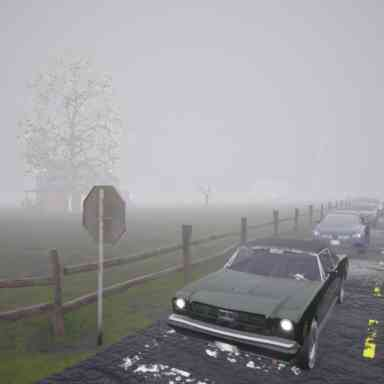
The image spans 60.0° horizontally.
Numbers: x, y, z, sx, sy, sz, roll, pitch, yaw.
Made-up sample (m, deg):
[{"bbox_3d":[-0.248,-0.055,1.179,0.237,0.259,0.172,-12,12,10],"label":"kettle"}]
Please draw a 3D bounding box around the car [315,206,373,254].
[{"bbox_3d":[6.280,1.529,13.816,1.812,1.442,4.674,0,0,31],"label":"car"}]

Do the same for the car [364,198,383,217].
[{"bbox_3d":[17.070,1.356,31.661,2.097,1.767,4.553,0,0,31],"label":"car"}]

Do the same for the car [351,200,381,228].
[{"bbox_3d":[11.441,1.510,22.380,1.837,1.490,4.892,0,0,31],"label":"car"}]

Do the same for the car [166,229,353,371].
[{"bbox_3d":[1.559,1.602,5.991,1.895,1.301,4.718,0,0,31],"label":"car"}]
